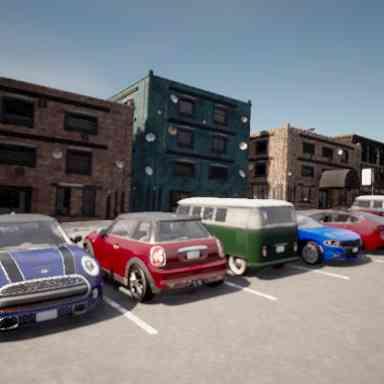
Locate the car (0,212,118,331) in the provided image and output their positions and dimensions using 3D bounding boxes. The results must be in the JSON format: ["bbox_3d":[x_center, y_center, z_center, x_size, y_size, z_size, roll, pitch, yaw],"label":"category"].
[{"bbox_3d":[-3.524,1.298,6.915,2.185,1.767,4.553,0,0,-36],"label":"car"}]

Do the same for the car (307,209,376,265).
[{"bbox_3d":[3.338,1.426,11.777,2.097,1.535,5.008,0,0,-35],"label":"car"}]

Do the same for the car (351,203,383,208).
[{"bbox_3d":[7.888,1.457,15.052,2.163,1.488,4.792,0,0,-35],"label":"car"}]

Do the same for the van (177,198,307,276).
[{"bbox_3d":[0.991,1.199,10.240,1.878,1.987,4.442,0,0,-35],"label":"van"}]

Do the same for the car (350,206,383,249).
[{"bbox_3d":[5.606,1.456,13.425,2.163,1.488,4.792,0,0,-36],"label":"car"}]

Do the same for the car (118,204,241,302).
[{"bbox_3d":[-1.205,1.298,8.492,2.185,1.767,4.553,0,0,-36],"label":"car"}]

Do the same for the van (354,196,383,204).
[{"bbox_3d":[10.120,1.202,16.752,1.878,1.987,4.442,0,0,-36],"label":"van"}]
